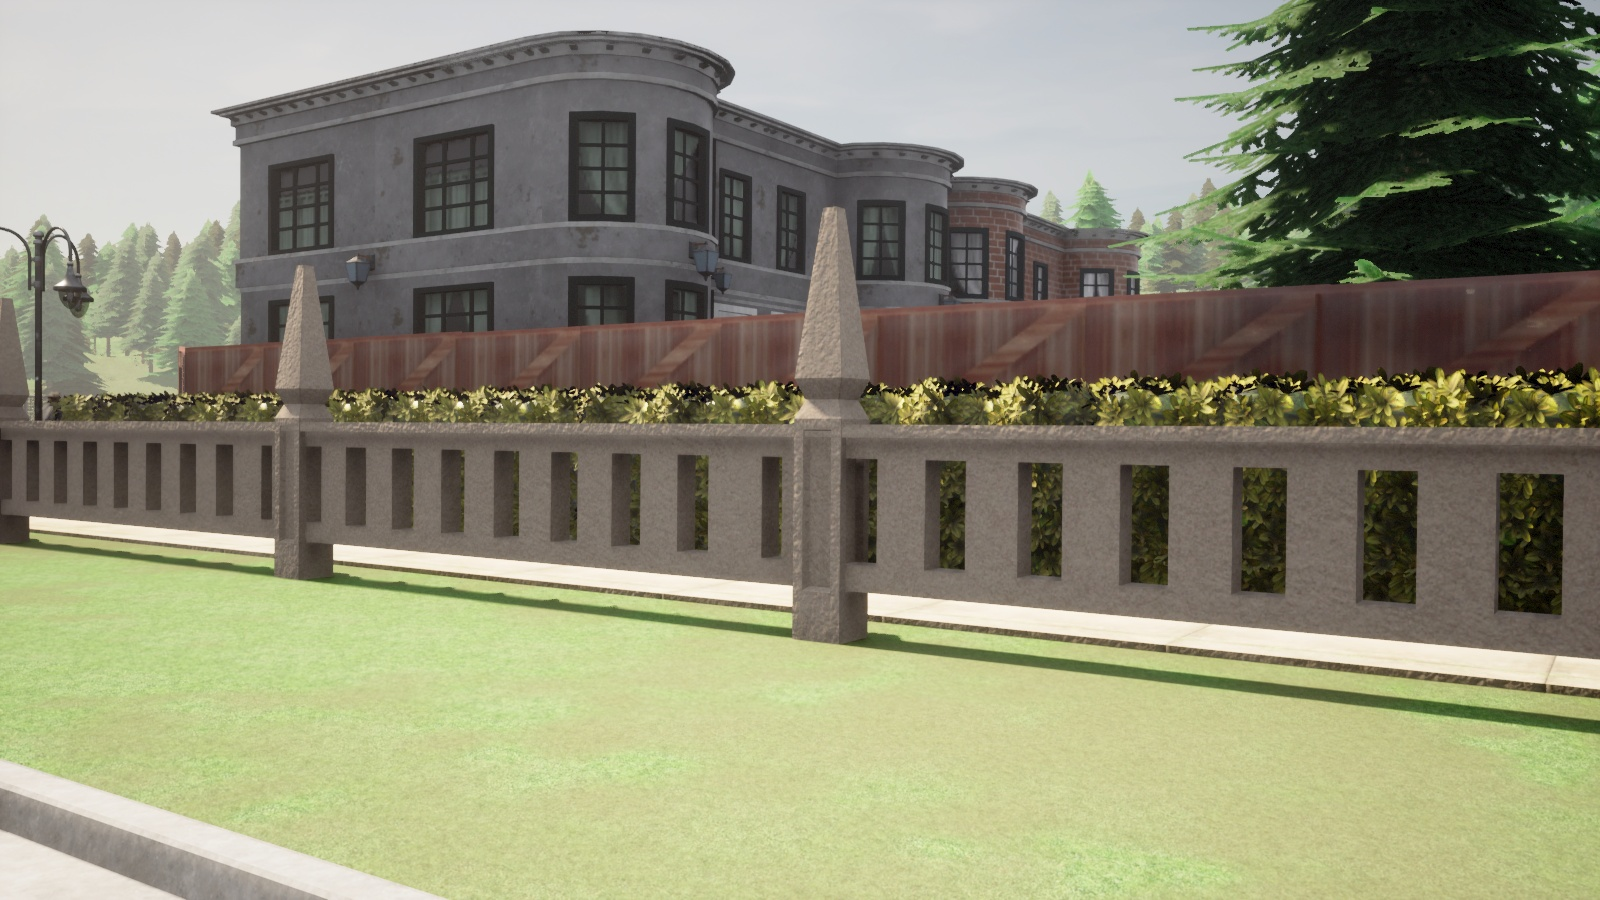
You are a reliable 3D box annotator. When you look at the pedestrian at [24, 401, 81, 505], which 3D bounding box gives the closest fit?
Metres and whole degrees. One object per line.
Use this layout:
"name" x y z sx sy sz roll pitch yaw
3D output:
"pedestrian" -13.510 0.043 22.698 0.540 1.848 0.694 0 1 31
